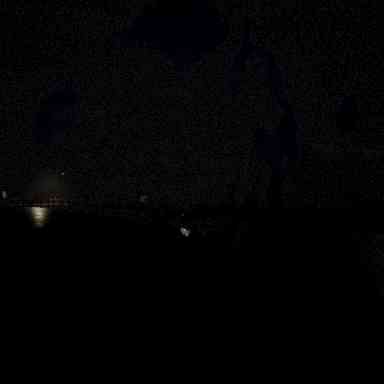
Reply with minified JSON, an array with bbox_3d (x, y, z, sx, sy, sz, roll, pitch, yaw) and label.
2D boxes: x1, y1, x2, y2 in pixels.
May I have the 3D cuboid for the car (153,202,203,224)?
[{"bbox_3d":[-1.150,1.522,25.433,1.882,1.535,5.008,-1,1,-35],"label":"car"}]
